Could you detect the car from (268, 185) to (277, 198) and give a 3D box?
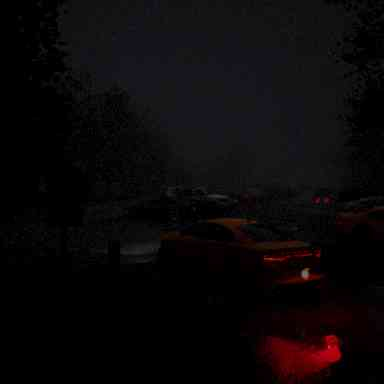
[{"bbox_3d":[7.521,0.214,42.123,5.366,1.575,1.946,1,2,25],"label":"car"}]

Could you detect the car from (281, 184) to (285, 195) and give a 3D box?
[{"bbox_3d":[10.864,-0.024,49.741,4.792,1.488,2.163,1,2,25],"label":"car"}]

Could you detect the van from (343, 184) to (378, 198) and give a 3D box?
[{"bbox_3d":[24.901,-0.244,49.288,4.442,1.987,1.878,1,2,25],"label":"van"}]

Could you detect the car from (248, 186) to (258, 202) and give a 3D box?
[{"bbox_3d":[3.698,0.520,34.724,5.366,1.575,1.946,1,3,25],"label":"car"}]

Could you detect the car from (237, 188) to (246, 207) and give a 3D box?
[{"bbox_3d":[1.710,0.739,29.531,5.366,1.575,1.946,1,3,25],"label":"car"}]

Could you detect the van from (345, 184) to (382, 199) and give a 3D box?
[{"bbox_3d":[23.953,-0.158,46.676,4.442,1.987,1.878,1,2,25],"label":"van"}]

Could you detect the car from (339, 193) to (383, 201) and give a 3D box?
[{"bbox_3d":[10.012,1.130,16.673,4.553,1.767,2.185,1,3,25],"label":"car"}]

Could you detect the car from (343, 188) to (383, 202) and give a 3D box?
[{"bbox_3d":[20.395,0.352,39.182,4.792,1.488,2.163,1,2,25],"label":"car"}]

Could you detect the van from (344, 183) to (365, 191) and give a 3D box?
[{"bbox_3d":[38.877,-1.236,79.581,4.442,1.987,1.878,1,2,25],"label":"van"}]

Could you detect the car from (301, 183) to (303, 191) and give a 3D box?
[{"bbox_3d":[19.969,-0.720,69.988,5.366,1.575,1.946,1,2,25],"label":"car"}]

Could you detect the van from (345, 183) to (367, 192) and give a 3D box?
[{"bbox_3d":[37.873,-1.146,76.848,4.442,1.987,1.878,1,2,25],"label":"van"}]

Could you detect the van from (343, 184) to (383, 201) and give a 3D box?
[{"bbox_3d":[21.422,0.007,41.728,4.442,1.987,1.878,1,2,24],"label":"van"}]

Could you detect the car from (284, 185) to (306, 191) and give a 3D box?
[{"bbox_3d":[24.789,-1.004,79.989,4.674,1.452,2.002,1,2,25],"label":"car"}]

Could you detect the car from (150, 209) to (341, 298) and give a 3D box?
[{"bbox_3d":[0.887,1.402,8.452,1.882,1.535,5.008,2,-1,-31],"label":"car"}]

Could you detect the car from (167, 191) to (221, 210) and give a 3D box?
[{"bbox_3d":[-0.779,0.952,24.569,5.008,1.535,2.097,1,3,25],"label":"car"}]

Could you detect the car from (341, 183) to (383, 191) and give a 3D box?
[{"bbox_3d":[15.757,0.477,29.122,5.566,2.045,2.435,1,3,25],"label":"car"}]

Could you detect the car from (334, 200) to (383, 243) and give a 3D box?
[{"bbox_3d":[8.819,1.361,14.179,5.008,1.535,2.097,1,3,25],"label":"car"}]

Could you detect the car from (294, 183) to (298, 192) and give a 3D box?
[{"bbox_3d":[16.481,-0.473,62.429,5.366,1.575,1.946,1,2,25],"label":"car"}]

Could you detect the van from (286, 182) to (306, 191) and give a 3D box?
[{"bbox_3d":[25.844,-1.355,82.550,4.442,1.987,1.878,1,2,25],"label":"van"}]

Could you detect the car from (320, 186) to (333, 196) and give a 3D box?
[{"bbox_3d":[22.917,-0.264,56.507,1.882,1.535,5.008,1,2,25],"label":"car"}]

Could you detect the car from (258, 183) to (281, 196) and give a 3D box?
[{"bbox_3d":[9.704,-0.094,47.218,4.553,1.767,2.185,1,2,25],"label":"car"}]

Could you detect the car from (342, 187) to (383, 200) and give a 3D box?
[{"bbox_3d":[22.692,0.148,44.217,5.008,1.535,2.097,1,2,25],"label":"car"}]

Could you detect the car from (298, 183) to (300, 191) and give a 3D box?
[{"bbox_3d":[17.818,-0.548,64.868,4.892,1.521,2.231,1,2,25],"label":"car"}]

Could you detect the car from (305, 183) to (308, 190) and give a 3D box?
[{"bbox_3d":[23.620,-0.962,77.472,5.008,1.535,2.097,1,2,25],"label":"car"}]

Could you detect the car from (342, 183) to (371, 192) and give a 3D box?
[{"bbox_3d":[35.474,-1.013,71.993,5.566,2.045,2.435,1,2,25],"label":"car"}]

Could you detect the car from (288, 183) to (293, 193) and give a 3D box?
[{"bbox_3d":[14.298,-0.273,57.325,4.792,1.488,2.163,1,2,25],"label":"car"}]

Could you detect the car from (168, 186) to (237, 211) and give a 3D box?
[{"bbox_3d":[0.404,0.595,27.068,5.566,2.045,2.435,1,3,25],"label":"car"}]

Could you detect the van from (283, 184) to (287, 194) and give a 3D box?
[{"bbox_3d":[12.106,-0.361,52.216,4.442,1.987,1.878,1,2,25],"label":"van"}]

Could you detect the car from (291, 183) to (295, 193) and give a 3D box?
[{"bbox_3d":[15.461,-0.355,59.844,4.792,1.488,2.163,1,2,25],"label":"car"}]

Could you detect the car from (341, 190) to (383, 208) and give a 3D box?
[{"bbox_3d":[16.865,0.650,31.670,4.792,1.488,2.163,1,3,25],"label":"car"}]

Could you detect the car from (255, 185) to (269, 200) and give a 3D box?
[{"bbox_3d":[6.074,0.304,39.871,5.366,1.575,1.946,1,3,25],"label":"car"}]

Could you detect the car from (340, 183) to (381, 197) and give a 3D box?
[{"bbox_3d":[26.141,-0.350,51.764,5.566,2.045,2.435,1,2,25],"label":"car"}]

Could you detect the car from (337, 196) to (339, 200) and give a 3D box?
[{"bbox_3d":[11.065,1.182,19.105,4.792,1.488,2.163,1,3,25],"label":"car"}]

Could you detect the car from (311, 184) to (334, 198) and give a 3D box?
[{"bbox_3d":[18.605,0.056,47.161,2.128,1.511,4.902,1,2,25],"label":"car"}]

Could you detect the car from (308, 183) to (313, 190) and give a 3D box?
[{"bbox_3d":[27.138,-1.460,85.008,5.566,2.045,2.435,1,2,25],"label":"car"}]

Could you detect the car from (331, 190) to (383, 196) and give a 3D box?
[{"bbox_3d":[13.243,0.934,24.196,5.366,1.575,1.946,1,3,25],"label":"car"}]

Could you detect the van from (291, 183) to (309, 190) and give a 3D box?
[{"bbox_3d":[29.324,-1.528,90.096,4.442,1.987,1.878,1,1,25],"label":"van"}]

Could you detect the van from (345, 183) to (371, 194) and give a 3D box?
[{"bbox_3d":[32.126,-0.738,64.390,4.442,1.987,1.878,1,2,25],"label":"van"}]

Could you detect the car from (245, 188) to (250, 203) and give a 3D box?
[{"bbox_3d":[2.710,0.633,32.126,4.892,1.521,2.231,1,3,25],"label":"car"}]

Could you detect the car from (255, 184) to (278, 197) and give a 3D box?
[{"bbox_3d":[8.506,0.120,44.715,4.892,1.521,2.231,1,2,25],"label":"car"}]

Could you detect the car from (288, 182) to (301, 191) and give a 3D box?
[{"bbox_3d":[18.969,-0.631,67.393,4.892,1.521,2.231,1,2,25],"label":"car"}]

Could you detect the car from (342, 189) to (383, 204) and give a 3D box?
[{"bbox_3d":[19.289,0.442,36.787,4.792,1.488,2.163,1,3,25],"label":"car"}]

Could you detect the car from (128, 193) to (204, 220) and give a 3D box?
[{"bbox_3d":[-1.972,1.088,22.066,4.792,1.488,2.163,1,3,25],"label":"car"}]

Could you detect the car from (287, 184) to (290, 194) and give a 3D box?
[{"bbox_3d":[13.136,-0.190,54.805,4.792,1.488,2.163,1,2,25],"label":"car"}]

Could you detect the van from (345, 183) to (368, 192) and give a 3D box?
[{"bbox_3d":[36.766,-1.067,74.447,4.442,1.987,1.878,1,2,25],"label":"van"}]
